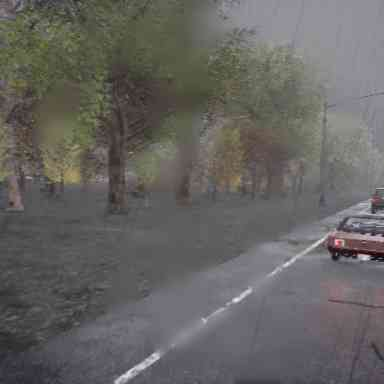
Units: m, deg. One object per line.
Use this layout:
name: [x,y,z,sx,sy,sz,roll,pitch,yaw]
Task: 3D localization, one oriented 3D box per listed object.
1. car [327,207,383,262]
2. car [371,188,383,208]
car: [5.668,1.374,10.523,1.895,1.301,4.718,2,2,32]
car: [15.556,0.699,26.341,2.150,2.045,5.566,2,2,32]
